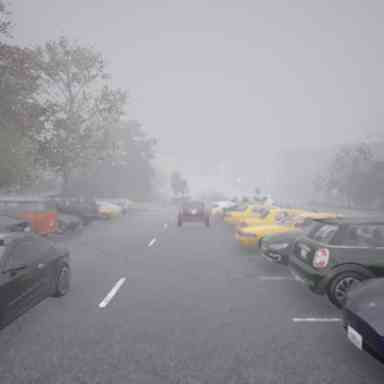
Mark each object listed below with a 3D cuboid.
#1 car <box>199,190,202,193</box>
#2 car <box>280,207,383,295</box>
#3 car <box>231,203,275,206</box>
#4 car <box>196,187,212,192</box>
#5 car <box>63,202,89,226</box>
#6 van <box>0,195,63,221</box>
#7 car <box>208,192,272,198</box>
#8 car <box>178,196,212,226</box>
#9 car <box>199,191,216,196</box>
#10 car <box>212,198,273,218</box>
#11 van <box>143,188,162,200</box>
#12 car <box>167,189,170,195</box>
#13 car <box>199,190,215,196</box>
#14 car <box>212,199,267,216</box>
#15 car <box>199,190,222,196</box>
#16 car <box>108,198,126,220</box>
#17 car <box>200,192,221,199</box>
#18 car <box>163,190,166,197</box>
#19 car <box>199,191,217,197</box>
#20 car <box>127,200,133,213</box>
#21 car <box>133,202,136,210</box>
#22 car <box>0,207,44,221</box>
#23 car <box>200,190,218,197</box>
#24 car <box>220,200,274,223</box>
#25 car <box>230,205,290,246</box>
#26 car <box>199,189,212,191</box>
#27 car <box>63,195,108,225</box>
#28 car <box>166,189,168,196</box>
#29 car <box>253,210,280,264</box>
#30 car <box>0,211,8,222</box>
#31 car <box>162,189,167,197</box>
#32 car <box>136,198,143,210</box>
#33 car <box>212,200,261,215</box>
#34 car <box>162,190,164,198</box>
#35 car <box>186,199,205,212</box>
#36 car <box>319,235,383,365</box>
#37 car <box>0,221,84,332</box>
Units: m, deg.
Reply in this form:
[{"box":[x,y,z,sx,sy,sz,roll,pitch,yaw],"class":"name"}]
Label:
[{"box":[4.260,0.875,67.463,4.792,1.488,2.163,0,0,0],"class":"car"},{"box":[4.511,1.323,7.113,4.553,1.767,2.185,0,0,0],"class":"car"},{"box":[4.729,1.443,15.313,5.366,1.575,1.946,0,0,0],"class":"car"},{"box":[4.269,0.540,75.819,5.566,2.045,2.435,0,1,0],"class":"car"},{"box":[-8.508,1.484,18.250,4.792,1.488,2.163,0,0,0],"class":"car"},{"box":[-8.653,1.220,15.357,4.442,1.987,1.878,0,0,0],"class":"van"},{"box":[4.517,1.248,29.316,5.566,2.045,2.435,0,0,0],"class":"car"},{"box":[0.107,1.348,23.608,2.097,1.767,4.553,0,0,0],"class":"car"},{"box":[4.285,0.449,92.545,4.792,1.488,2.163,0,2,0],"class":"car"},{"box":[4.359,1.485,26.539,5.366,1.575,1.946,0,0,0],"class":"car"},{"box":[-8.667,0.630,64.608,4.442,1.987,1.878,1,0,0],"class":"van"},{"box":[-8.769,0.652,84.013,5.008,1.535,2.097,0,1,0],"class":"car"},{"box":[4.286,0.201,95.326,4.553,1.767,2.185,0,2,0],"class":"car"},{"box":[4.540,1.510,32.091,5.008,1.535,2.097,0,0,0],"class":"car"},{"box":[4.316,0.884,64.679,4.792,1.488,2.163,0,0,0],"class":"car"},{"box":[-8.349,1.485,26.559,5.366,1.575,1.946,0,0,0],"class":"car"},{"box":[4.307,0.756,78.612,4.892,1.521,2.231,0,1,0],"class":"car"},{"box":[-8.814,0.847,72.980,4.792,1.488,2.163,0,0,0],"class":"car"},{"box":[4.341,0.534,89.758,4.792,1.488,2.163,0,2,0],"class":"car"},{"box":[-8.505,1.539,32.100,4.792,1.488,2.163,0,0,0],"class":"car"},{"box":[-8.565,1.395,34.746,4.553,1.767,2.185,0,0,0],"class":"car"},{"box":[-8.566,1.470,12.586,4.792,1.488,2.163,0,0,0],"class":"car"},{"box":[4.340,0.456,86.968,4.553,1.767,2.185,0,1,0],"class":"car"},{"box":[4.729,1.463,20.987,5.366,1.575,1.946,0,0,0],"class":"car"},{"box":[4.357,1.438,12.661,5.366,1.575,1.946,0,0,0],"class":"car"},{"box":[4.261,0.710,70.249,4.553,1.767,2.185,0,0,0],"class":"car"},{"box":[-8.564,1.214,21.021,5.566,2.045,2.435,0,0,0],"class":"car"},{"box":[-8.965,0.752,78.567,5.366,1.575,1.946,0,1,0],"class":"car"},{"box":[4.548,1.443,9.893,4.892,1.521,2.231,0,0,0],"class":"car"},{"box":[-8.567,1.471,9.946,4.792,1.488,2.163,0,0,0],"class":"car"},{"box":[-8.968,0.788,75.772,5.366,1.575,1.946,0,1,0],"class":"car"},{"box":[-8.528,1.531,37.517,5.008,1.535,2.097,0,0,0],"class":"car"},{"box":[4.575,1.551,34.867,4.792,1.488,2.163,0,0,0],"class":"car"},{"box":[-8.790,0.875,70.068,4.674,1.452,2.002,0,0,0],"class":"car"},{"box":[0.440,1.596,41.752,1.994,1.385,4.181,0,1,6],"class":"car"},{"box":[4.512,1.489,4.341,4.792,1.488,2.163,0,0,0],"class":"car"},{"box":[-3.598,1.499,5.745,1.812,1.442,4.674,0,0,0],"class":"car"}]
